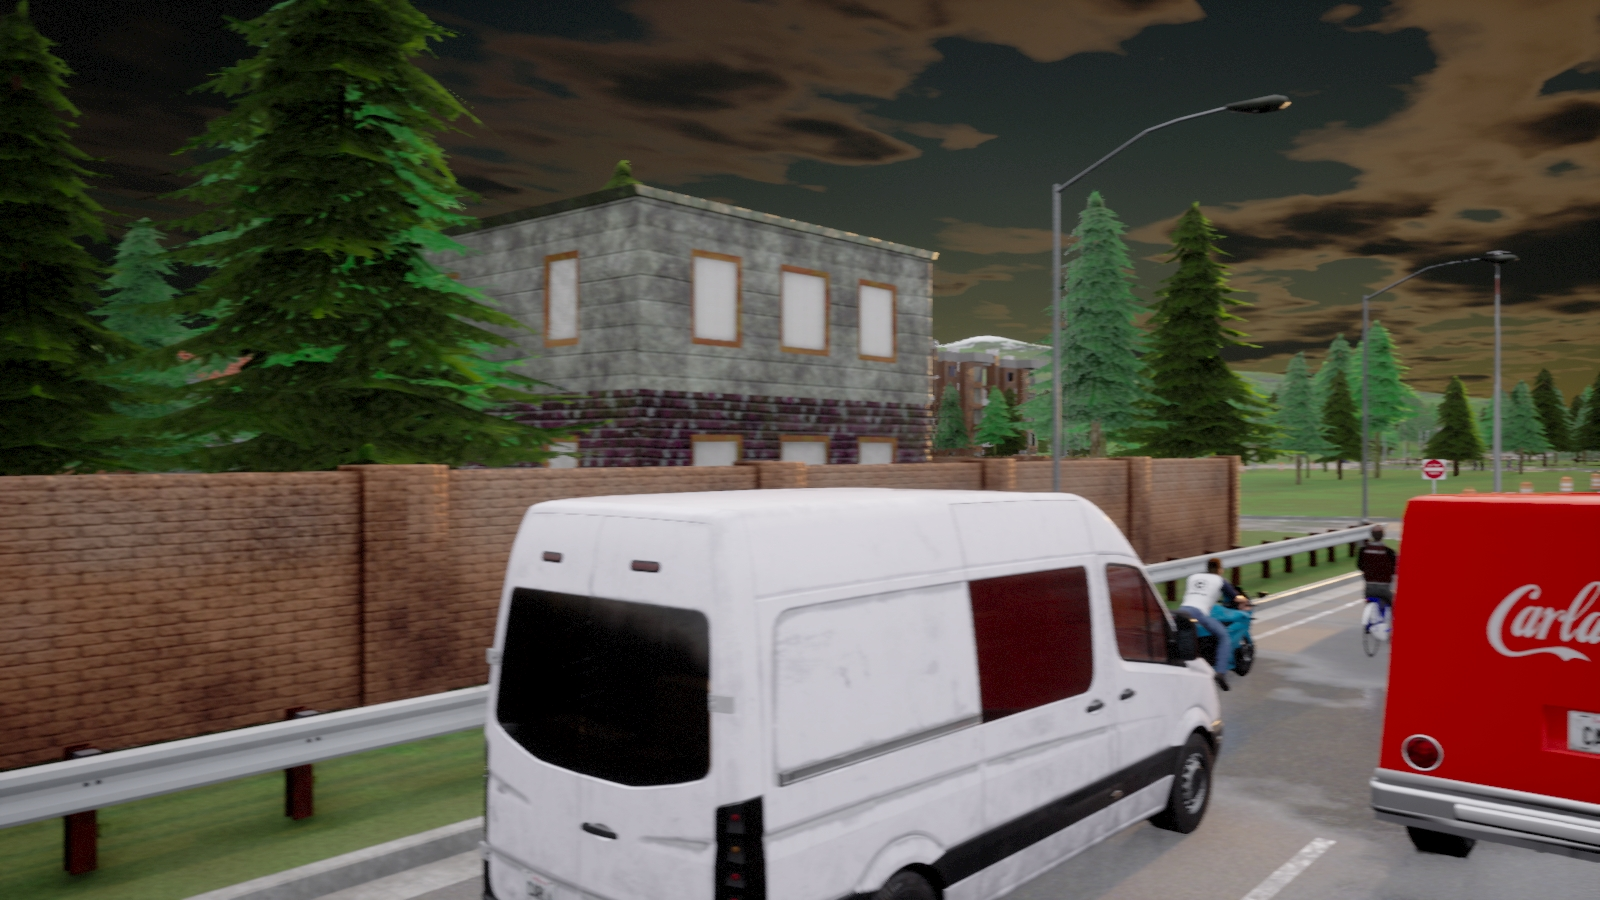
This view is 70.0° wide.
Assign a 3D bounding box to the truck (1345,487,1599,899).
[{"bbox_3d":[6.080,1.543,8.183,2.627,2.467,5.204,0,-2,41],"label":"truck"}]

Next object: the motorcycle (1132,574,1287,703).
[{"bbox_3d":[4.891,2.186,13.586,2.033,1.199,0.803,-1,1,-40],"label":"motorcycle"}]

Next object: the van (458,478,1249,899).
[{"bbox_3d":[0.901,1.533,7.562,1.988,2.561,5.915,0,0,41],"label":"van"}]

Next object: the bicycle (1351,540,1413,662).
[{"bbox_3d":[8.098,2.059,15.859,0.329,1.471,1.835,0,0,41],"label":"bicycle"}]
